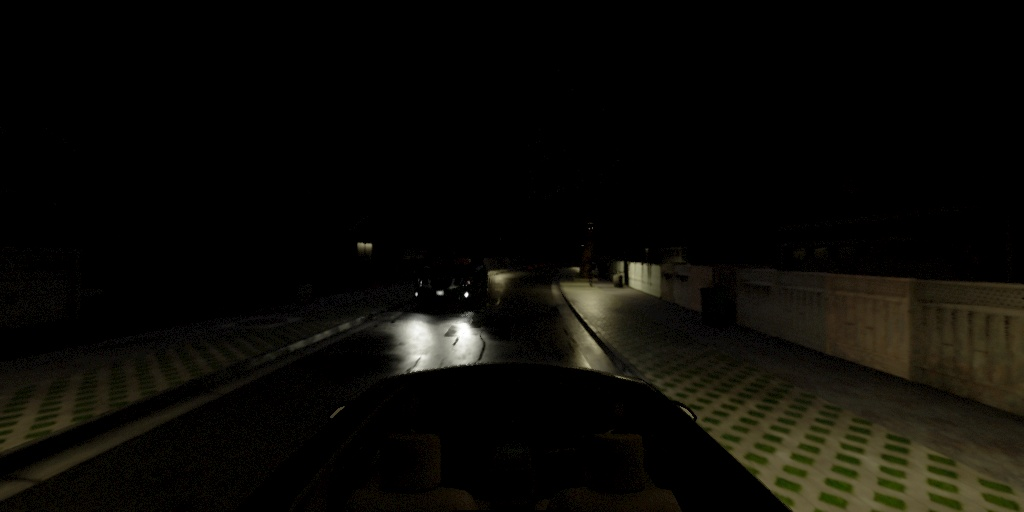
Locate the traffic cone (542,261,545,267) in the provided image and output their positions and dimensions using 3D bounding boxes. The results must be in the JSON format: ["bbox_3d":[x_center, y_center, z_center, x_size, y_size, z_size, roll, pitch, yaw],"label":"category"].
[{"bbox_3d":[5.342,1.613,63.220,0.340,0.580,0.340,0,0,17],"label":"traffic cone"}]

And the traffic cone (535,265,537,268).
[{"bbox_3d":[3.926,1.615,58.363,0.340,0.580,0.340,0,0,16],"label":"traffic cone"}]

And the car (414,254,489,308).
[{"bbox_3d":[-2.340,0.940,15.372,2.150,2.045,5.566,0,0,4],"label":"car"}]
